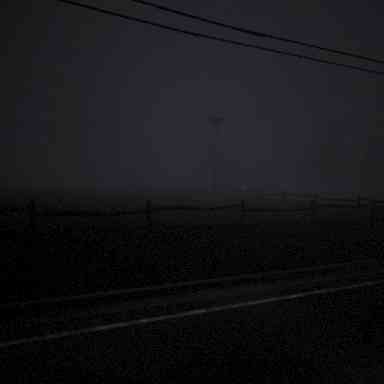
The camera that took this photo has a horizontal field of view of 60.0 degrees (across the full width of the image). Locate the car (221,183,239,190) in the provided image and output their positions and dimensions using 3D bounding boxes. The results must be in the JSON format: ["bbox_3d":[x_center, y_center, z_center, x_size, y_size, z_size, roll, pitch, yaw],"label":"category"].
[{"bbox_3d":[8.948,-1.253,78.011,1.837,1.490,4.892,0,2,-25],"label":"car"}]

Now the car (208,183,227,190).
[{"bbox_3d":[5.772,-1.245,76.538,2.128,1.511,4.902,0,2,-25],"label":"car"}]

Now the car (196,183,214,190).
[{"bbox_3d":[2.598,-1.248,75.065,2.033,1.411,5.357,0,2,-25],"label":"car"}]

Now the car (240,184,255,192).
[{"bbox_3d":[10.059,-0.747,67.305,1.812,1.442,4.674,0,2,-25],"label":"car"}]

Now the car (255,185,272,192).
[{"bbox_3d":[13.380,-0.698,68.462,2.033,1.411,5.357,0,2,-25],"label":"car"}]

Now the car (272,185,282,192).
[{"bbox_3d":[16.553,-0.677,69.938,2.033,1.411,5.357,0,2,-25],"label":"car"}]

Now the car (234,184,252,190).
[{"bbox_3d":[12.121,-1.208,79.487,1.812,1.442,4.674,0,2,-25],"label":"car"}]

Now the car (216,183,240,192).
[{"bbox_3d":[6.832,-0.947,65.947,2.097,1.767,4.553,0,2,-25],"label":"car"}]
